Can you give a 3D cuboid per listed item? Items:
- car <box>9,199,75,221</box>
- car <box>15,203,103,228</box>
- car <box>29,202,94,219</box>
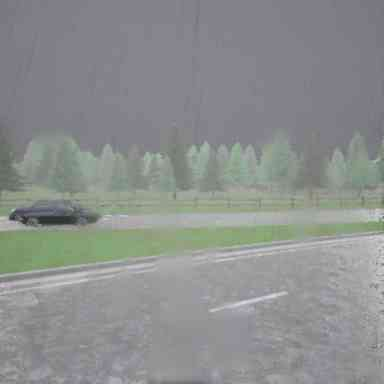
[{"bbox_3d":[-10.769,1.288,24.357,4.553,1.767,2.097,0,0,-5],"label":"car"},{"bbox_3d":[-8.143,1.543,21.024,4.718,1.301,1.895,0,0,-6],"label":"car"},{"bbox_3d":[-10.796,1.525,27.777,4.718,1.301,1.895,0,0,-5],"label":"car"}]
